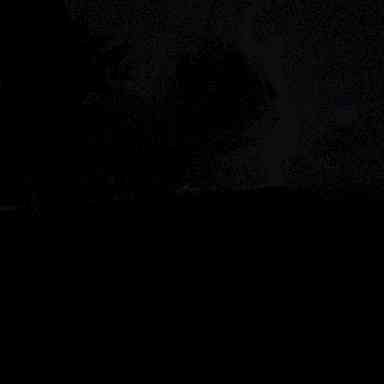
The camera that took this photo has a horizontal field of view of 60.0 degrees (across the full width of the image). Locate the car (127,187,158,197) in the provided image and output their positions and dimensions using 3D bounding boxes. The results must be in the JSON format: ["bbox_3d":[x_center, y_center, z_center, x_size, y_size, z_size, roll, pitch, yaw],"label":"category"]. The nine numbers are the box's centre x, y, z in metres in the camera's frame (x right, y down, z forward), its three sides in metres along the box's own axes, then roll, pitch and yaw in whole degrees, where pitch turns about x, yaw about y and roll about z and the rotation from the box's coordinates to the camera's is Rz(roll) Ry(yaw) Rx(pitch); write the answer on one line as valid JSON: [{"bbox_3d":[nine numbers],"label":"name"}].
[{"bbox_3d":[-7.272,-0.002,48.791,1.895,1.301,4.718,0,3,36],"label":"car"}]

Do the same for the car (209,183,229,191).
[{"bbox_3d":[4.995,-0.873,61.400,2.033,1.411,5.357,0,3,32],"label":"car"}]

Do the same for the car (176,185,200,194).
[{"bbox_3d":[-0.634,-0.404,52.764,1.812,1.442,4.674,0,3,35],"label":"car"}]
